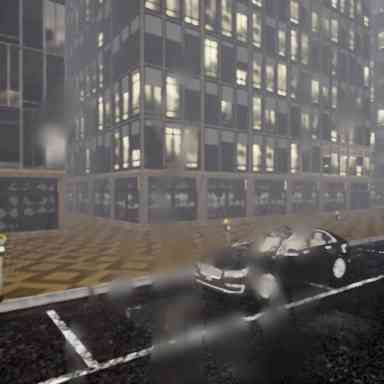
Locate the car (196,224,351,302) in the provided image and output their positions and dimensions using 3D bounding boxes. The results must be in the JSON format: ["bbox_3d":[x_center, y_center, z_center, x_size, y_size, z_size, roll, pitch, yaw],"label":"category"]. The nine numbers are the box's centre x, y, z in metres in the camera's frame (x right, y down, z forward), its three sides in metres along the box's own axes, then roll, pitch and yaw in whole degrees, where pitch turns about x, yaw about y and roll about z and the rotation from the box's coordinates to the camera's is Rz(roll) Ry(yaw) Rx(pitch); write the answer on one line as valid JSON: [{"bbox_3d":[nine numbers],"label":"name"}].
[{"bbox_3d":[2.128,1.507,8.077,4.403,1.369,2.008,0,1,-36],"label":"car"}]
